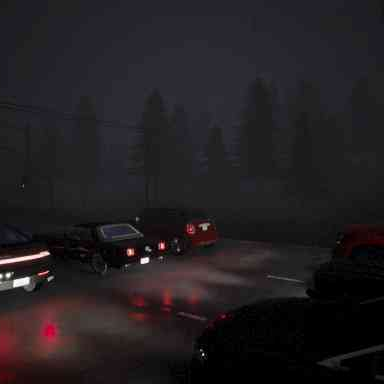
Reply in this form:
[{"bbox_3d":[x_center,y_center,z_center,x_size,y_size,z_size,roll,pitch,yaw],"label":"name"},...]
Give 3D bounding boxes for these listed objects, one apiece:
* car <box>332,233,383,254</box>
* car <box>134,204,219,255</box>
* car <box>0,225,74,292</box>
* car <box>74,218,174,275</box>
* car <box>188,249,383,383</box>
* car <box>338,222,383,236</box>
[{"bbox_3d":[4.353,1.601,5.191,4.718,1.301,1.895,0,0,35],"label":"car"},{"bbox_3d":[-1.256,1.352,13.480,4.553,1.767,2.097,0,0,36],"label":"car"},{"bbox_3d":[-5.205,1.492,7.698,4.902,1.511,2.128,0,0,35],"label":"car"},{"bbox_3d":[-3.076,1.601,10.474,4.718,1.301,1.895,0,0,37],"label":"car"},{"bbox_3d":[2.199,1.492,2.408,4.902,1.511,2.128,0,0,36],"label":"car"},{"bbox_3d":[6.413,1.221,8.020,5.566,2.045,2.150,0,0,35],"label":"car"}]
